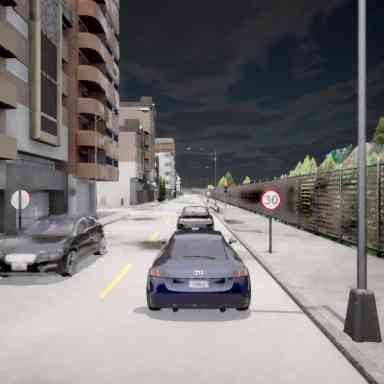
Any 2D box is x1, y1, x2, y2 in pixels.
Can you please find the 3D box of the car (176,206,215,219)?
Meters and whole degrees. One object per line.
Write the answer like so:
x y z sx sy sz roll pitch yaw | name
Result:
0.184 1.491 17.690 2.128 1.511 4.902 0 0 1 | car

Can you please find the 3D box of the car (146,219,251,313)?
0.130 1.564 7.775 1.994 1.385 4.181 0 0 0 | car

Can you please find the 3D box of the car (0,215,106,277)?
-4.049 1.491 10.271 2.128 1.511 4.902 0 0 0 | car
